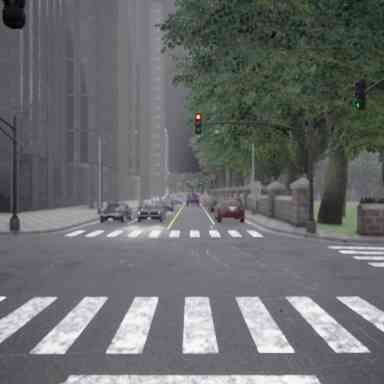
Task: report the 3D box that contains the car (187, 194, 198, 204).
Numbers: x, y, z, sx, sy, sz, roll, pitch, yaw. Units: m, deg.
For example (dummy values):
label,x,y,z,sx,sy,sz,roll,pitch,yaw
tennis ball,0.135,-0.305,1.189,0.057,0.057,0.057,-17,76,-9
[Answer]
label,x,y,z,sx,sy,sz,roll,pitch,yaw
car,0.115,1.347,65.992,2.097,1.767,4.553,0,0,0

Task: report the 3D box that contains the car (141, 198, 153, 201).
label,x,y,z,sx,sy,sz,roll,pitch,yaw
car,-5.690,1.540,41.859,2.008,1.369,4.403,0,0,0

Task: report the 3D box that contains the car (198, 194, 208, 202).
label,x,y,z,sx,sy,sz,roll,pitch,yaw
car,2.520,1.354,76.109,2.097,1.767,4.553,0,0,0

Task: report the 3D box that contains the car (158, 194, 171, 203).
label,x,y,z,sx,sy,sz,roll,pitch,yaw
car,-5.642,1.311,69.144,2.192,1.841,5.009,0,0,0

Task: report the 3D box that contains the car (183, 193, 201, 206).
label,x,y,z,sx,sy,sz,roll,pitch,yaw
car,0.145,1.214,55.360,2.150,2.045,5.566,0,0,1

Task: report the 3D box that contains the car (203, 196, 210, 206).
label,x,y,z,sx,sy,sz,roll,pitch,yaw
car,2.836,1.540,41.852,2.008,1.369,4.403,0,0,0

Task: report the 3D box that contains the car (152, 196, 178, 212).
label,x,y,z,sx,sy,sz,roll,pitch,yaw
car,-3.030,1.537,38.850,2.033,1.411,5.357,0,0,0

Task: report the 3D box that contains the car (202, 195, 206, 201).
label,x,y,z,sx,sy,sz,roll,pitch,yaw
car,2.845,1.542,47.309,2.008,1.369,4.403,0,0,0

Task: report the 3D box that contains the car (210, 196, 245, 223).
label,x,y,z,sx,sy,sz,roll,pitch,yaw
car,2.807,1.302,25.483,2.192,1.841,5.009,0,0,0

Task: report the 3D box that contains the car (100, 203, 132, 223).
label,x,y,z,sx,sy,sz,roll,pitch,yaw
car,-5.718,1.553,25.488,1.947,1.339,4.313,0,0,0

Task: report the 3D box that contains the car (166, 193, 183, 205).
label,x,y,z,sx,sy,sz,roll,pitch,yaw
car,-2.917,1.344,58.306,2.097,1.767,4.553,0,0,1

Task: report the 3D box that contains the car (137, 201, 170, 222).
label,x,y,z,sx,sy,sz,roll,pitch,yaw
car,-3.054,1.588,25.930,1.895,1.301,4.718,0,0,0

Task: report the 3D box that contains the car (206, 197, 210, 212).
label,x,y,z,sx,sy,sz,roll,pitch,yaw
car,2.826,1.554,36.395,1.947,1.339,4.313,0,0,0

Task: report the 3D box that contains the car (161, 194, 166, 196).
label,x,y,z,sx,sy,sz,roll,pitch,yaw
car,-5.652,1.576,63.688,1.802,1.307,4.206,0,0,0

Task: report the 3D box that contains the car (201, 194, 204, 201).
label,x,y,z,sx,sy,sz,roll,pitch,yaw
car,2.855,1.432,52.765,1.967,1.590,4.097,0,0,0

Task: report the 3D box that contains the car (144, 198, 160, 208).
label,x,y,z,sx,sy,sz,roll,pitch,yaw
car,-5.680,1.573,47.316,1.802,1.307,4.206,0,0,0

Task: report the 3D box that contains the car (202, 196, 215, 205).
label,x,y,z,sx,sy,sz,roll,pitch,yaw
car,2.864,1.433,58.222,1.967,1.590,4.097,0,0,0

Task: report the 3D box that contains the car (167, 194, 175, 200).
label,x,y,z,sx,sy,sz,roll,pitch,yaw
car,-5.604,1.449,90.973,1.967,1.590,4.097,0,0,0
